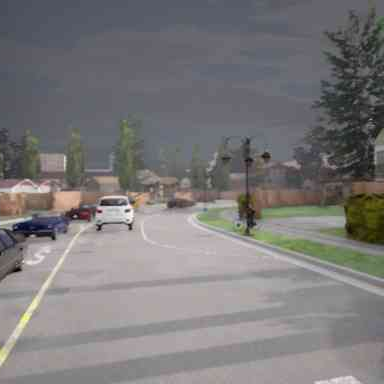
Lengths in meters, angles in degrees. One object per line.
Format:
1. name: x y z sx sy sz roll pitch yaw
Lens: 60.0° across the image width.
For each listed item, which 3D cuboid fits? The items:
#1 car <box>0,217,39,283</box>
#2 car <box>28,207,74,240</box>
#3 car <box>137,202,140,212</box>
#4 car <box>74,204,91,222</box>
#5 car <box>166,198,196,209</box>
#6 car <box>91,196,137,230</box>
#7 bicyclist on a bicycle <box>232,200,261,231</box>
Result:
1. car: -5.473 1.621 8.173 2.033 1.411 5.357 -1 0 -15
2. car: -7.721 1.706 17.424 1.895 1.301 4.718 -1 0 -11
3. car: -7.661 1.575 37.793 1.882 1.535 5.008 -1 0 15
4. car: -8.870 1.684 27.366 1.994 1.385 4.181 -1 0 1
5. car: -1.366 1.528 44.593 2.033 1.411 5.357 -1 0 28
6. car: -4.959 1.282 21.901 2.150 2.045 5.566 -1 0 -9
7. bicyclist on a bicycle: 2.875 1.251 17.455 1.656 1.620 0.582 -1 0 -15
